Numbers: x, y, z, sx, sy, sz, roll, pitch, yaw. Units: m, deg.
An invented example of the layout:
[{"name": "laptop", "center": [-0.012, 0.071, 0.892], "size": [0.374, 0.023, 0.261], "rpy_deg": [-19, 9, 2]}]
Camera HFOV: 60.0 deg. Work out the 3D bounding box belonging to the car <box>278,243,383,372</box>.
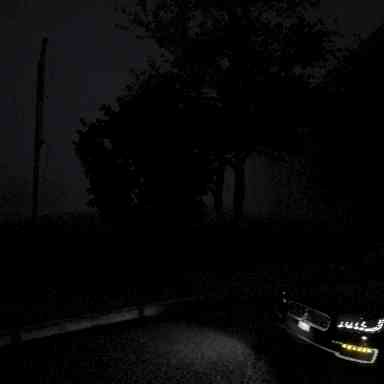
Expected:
[{"name": "car", "center": [3.656, 1.621, 5.479], "size": [4.892, 1.490, 1.837], "rpy_deg": [3, -2, -27]}]
